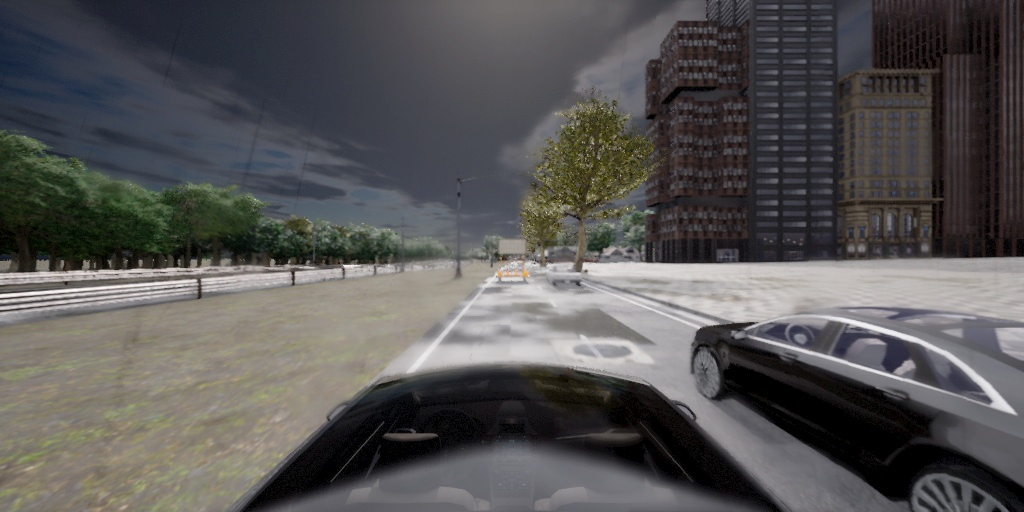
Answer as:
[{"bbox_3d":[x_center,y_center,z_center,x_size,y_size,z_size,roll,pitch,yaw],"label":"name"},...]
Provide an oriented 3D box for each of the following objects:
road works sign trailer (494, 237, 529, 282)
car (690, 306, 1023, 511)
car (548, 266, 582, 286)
[{"bbox_3d":[0.015,0.262,29.444,2.380,3.560,2.880,0,0,0],"label":"road works sign trailer"},{"bbox_3d":[3.601,1.243,3.509,2.128,1.511,4.902,0,0,0],"label":"car"},{"bbox_3d":[3.613,1.386,25.401,1.895,1.301,4.718,0,0,0],"label":"car"}]
